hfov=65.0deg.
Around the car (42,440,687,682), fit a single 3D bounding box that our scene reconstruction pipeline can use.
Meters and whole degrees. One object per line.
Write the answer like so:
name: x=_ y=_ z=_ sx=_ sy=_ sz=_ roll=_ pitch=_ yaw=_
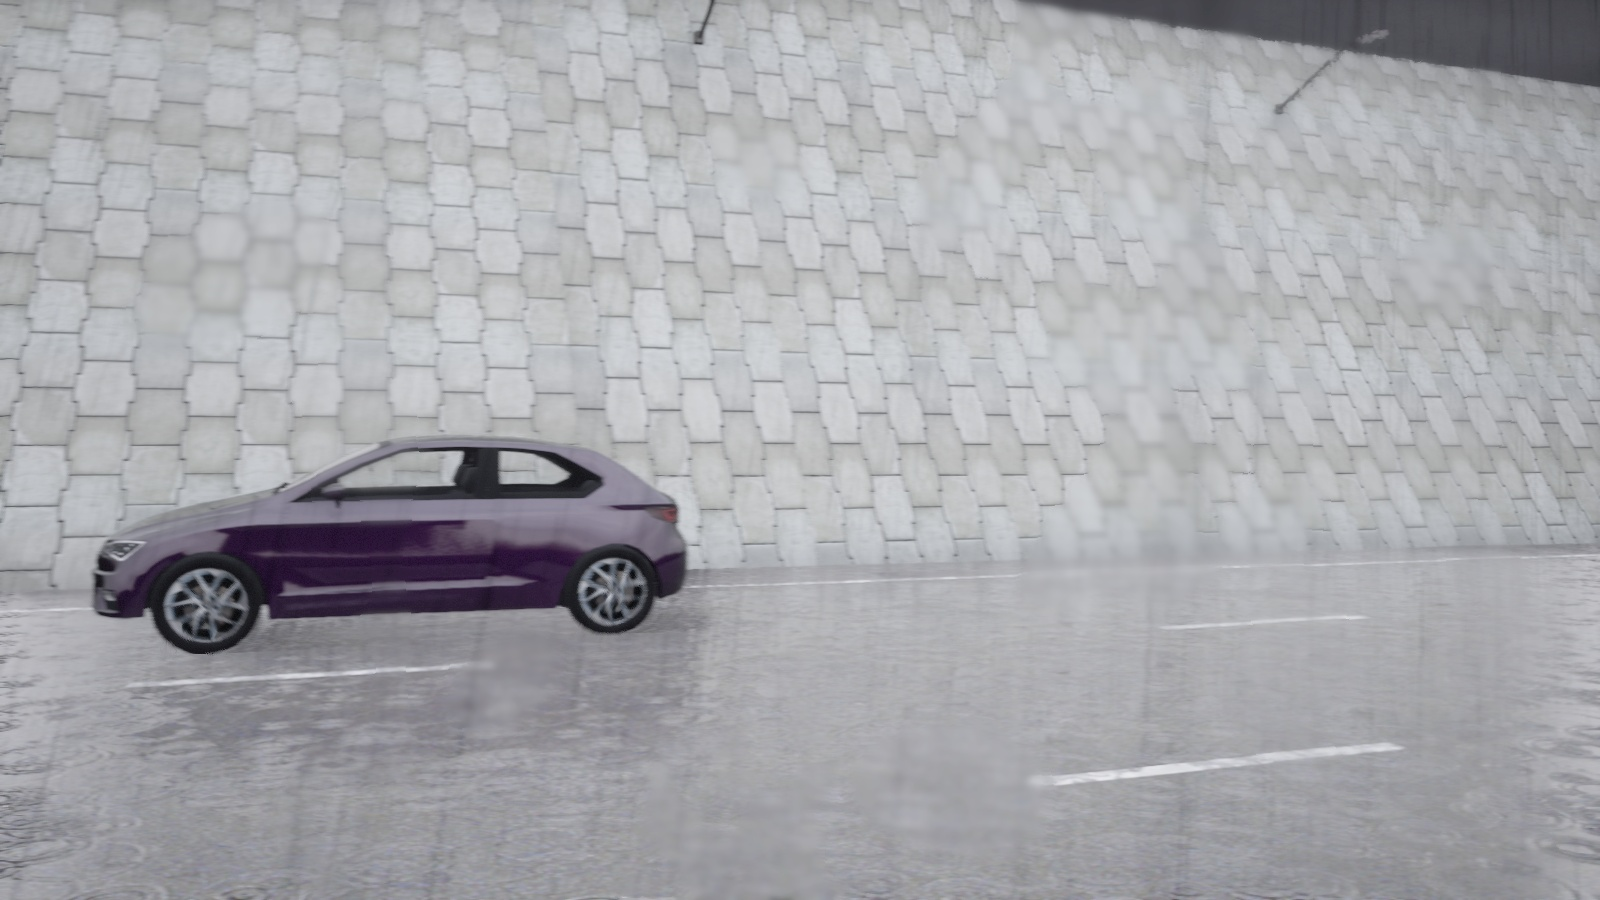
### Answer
car: x=-3.141 y=0.690 z=9.534 sx=4.193 sy=1.474 sz=1.816 roll=-1 pitch=1 yaw=-21
